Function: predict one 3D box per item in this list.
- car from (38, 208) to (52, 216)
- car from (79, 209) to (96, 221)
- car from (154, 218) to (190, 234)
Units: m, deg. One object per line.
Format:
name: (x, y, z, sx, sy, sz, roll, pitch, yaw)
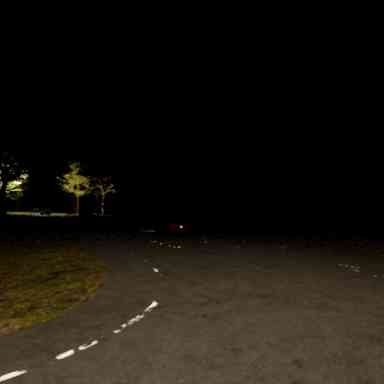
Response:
car: (-38.143, 5.108, 87.018, 2.150, 2.045, 5.566, 4, -4, -29)
car: (-19.038, 4.128, 60.604, 2.150, 2.045, 5.566, 4, -4, -30)
car: (-1.913, 3.082, 30.576, 1.994, 1.385, 4.181, 4, -4, -30)
